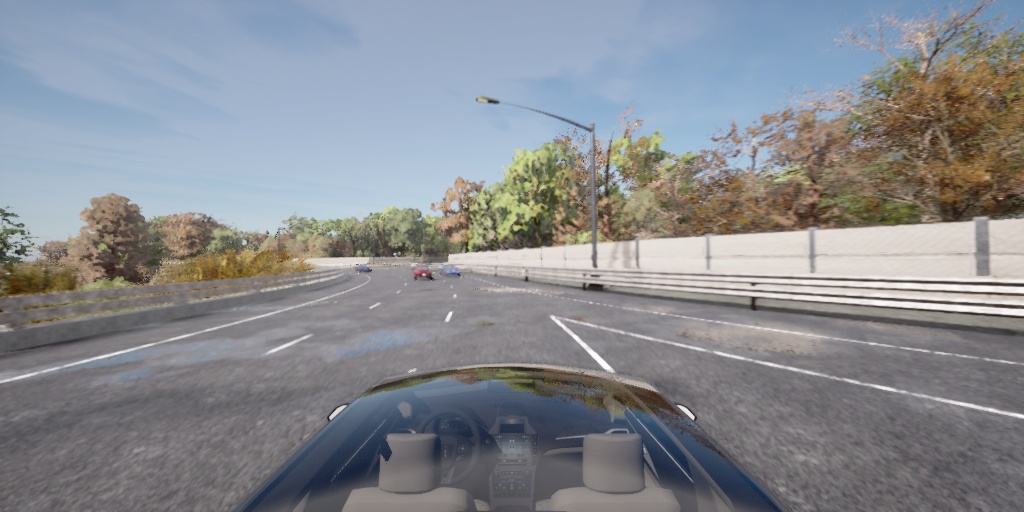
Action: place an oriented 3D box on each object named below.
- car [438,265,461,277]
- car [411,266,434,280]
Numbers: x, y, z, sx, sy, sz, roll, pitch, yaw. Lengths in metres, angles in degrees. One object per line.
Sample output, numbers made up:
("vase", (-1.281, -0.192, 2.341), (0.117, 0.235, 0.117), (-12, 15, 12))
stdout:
("car", (-7.604, 1.792, 43.333), (2.033, 1.411, 5.357), (-1, -1, -22))
("car", (-9.554, 1.750, 38.090), (1.812, 1.442, 4.674), (0, -1, -19))
